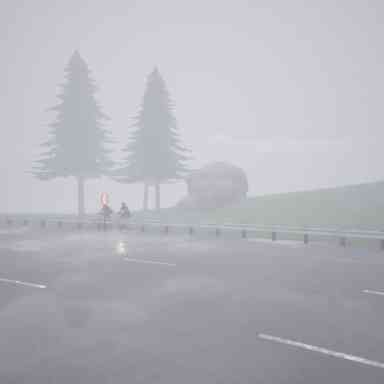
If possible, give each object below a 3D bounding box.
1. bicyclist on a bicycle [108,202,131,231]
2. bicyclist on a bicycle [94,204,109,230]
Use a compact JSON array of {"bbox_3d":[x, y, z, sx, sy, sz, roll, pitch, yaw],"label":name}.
[{"bbox_3d":[-3.944,1.436,19.311,0.582,1.620,1.656,1,-5,23],"label":"bicyclist on a bicycle"},{"bbox_3d":[-5.126,1.421,19.699,0.582,1.620,1.656,0,-4,36],"label":"bicyclist on a bicycle"}]
